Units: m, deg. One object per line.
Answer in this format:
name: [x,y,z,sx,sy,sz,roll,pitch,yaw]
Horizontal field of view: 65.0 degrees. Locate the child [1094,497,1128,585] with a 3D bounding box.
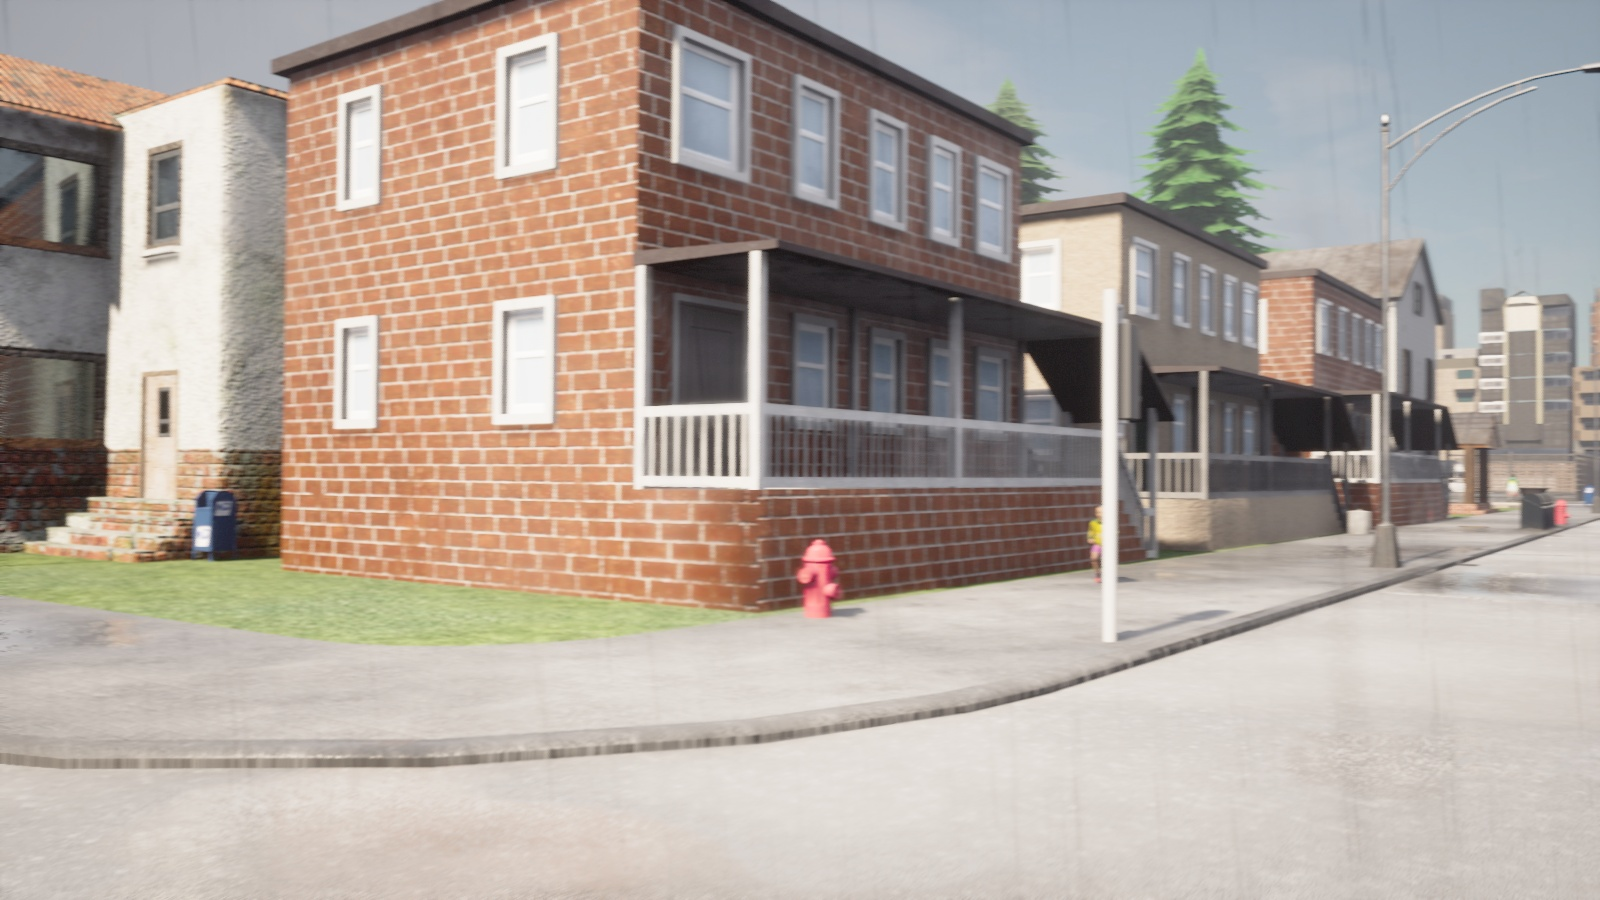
child: [4.213,1.226,16.987,0.299,1.160,0.473,-1,-1,34]

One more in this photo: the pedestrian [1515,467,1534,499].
pedestrian: [43.867,2.000,76.006,0.873,1.952,0.659,1,-1,-34]
